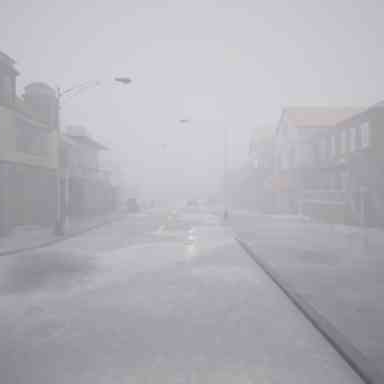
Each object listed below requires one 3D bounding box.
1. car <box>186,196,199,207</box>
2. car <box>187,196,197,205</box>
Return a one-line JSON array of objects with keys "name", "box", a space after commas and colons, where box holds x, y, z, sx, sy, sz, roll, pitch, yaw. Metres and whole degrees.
[{"name": "car", "box": [0.114, 1.552, 51.061, 2.033, 1.411, 5.357, 0, 0, -1]}, {"name": "car", "box": [0.011, 1.510, 61.553, 1.837, 1.490, 4.892, 0, 0, 0]}]
